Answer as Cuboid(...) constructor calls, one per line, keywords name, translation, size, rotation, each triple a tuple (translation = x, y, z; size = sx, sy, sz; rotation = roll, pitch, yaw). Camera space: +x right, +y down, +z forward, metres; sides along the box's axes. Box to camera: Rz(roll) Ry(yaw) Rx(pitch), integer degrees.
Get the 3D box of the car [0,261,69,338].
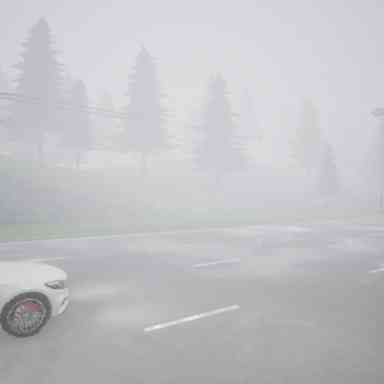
Cuboid(name="car", translation=(-4.317, 1.518, 4.967), size=(4.674, 1.442, 1.812), rotation=(1, 0, -36))
